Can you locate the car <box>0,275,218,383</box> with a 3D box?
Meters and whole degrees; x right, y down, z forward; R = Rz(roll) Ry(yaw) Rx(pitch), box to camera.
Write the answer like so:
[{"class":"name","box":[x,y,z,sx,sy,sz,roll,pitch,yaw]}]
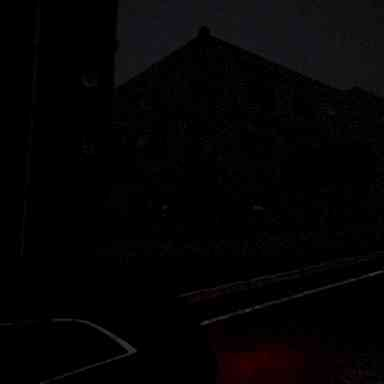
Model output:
[{"class":"car","box":[-2.045,1.505,2.225,4.892,1.490,1.837,0,0,-36]}]
